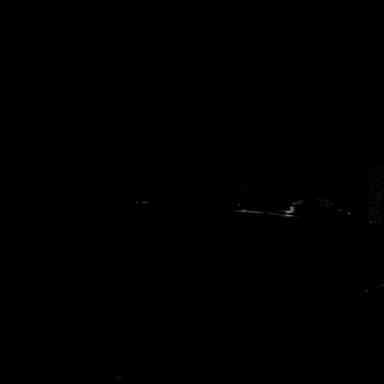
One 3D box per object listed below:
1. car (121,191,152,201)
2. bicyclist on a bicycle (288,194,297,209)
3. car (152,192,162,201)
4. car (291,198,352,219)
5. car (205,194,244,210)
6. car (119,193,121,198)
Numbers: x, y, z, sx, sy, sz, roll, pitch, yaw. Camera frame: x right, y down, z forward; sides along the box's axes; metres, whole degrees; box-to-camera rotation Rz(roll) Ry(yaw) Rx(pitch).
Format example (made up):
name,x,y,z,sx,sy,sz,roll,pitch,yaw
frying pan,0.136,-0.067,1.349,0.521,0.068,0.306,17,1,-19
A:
name,x,y,z,sx,sy,sz,roll,pitch,yaw
car,-8.738,0.681,51.929,2.033,1.411,5.357,0,1,-34
bicyclist on a bicycle,10.523,1.014,34.673,1.656,1.620,0.582,-1,1,-35
car,-6.541,0.708,53.749,1.994,1.385,4.181,0,1,-34
car,9.743,1.187,25.364,1.812,1.442,4.674,0,1,-35
car,3.317,0.968,34.562,2.128,1.511,4.902,0,1,-35
car,-12.084,0.514,61.609,1.812,1.442,4.674,0,1,-35
